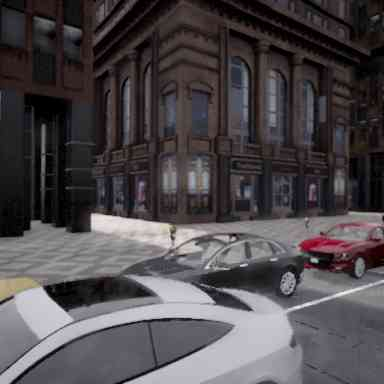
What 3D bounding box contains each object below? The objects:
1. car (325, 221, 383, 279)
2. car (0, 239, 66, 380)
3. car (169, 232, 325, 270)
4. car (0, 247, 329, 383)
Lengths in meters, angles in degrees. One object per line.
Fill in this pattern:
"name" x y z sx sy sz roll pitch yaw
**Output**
"car" 5.146 1.627 10.322 4.507 1.381 1.887 1 0 -36
"car" -4.138 1.514 3.696 4.829 1.417 1.752 1 0 -36
"car" 0.578 1.587 7.062 4.403 1.369 2.008 1 0 -36
"car" -1.027 1.530 2.662 4.674 1.442 1.812 1 0 -35
